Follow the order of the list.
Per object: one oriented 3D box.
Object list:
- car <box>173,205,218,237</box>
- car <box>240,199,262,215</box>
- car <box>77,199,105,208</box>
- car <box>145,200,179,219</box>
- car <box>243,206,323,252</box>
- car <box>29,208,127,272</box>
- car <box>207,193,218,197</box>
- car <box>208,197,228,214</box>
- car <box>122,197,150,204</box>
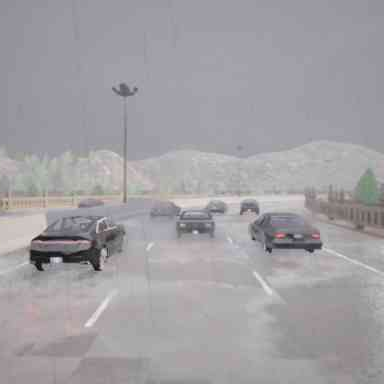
[{"bbox_3d":[0.260,1.602,17.907,1.895,1.301,4.718,0,0,2],"label":"car"},{"bbox_3d":[6.046,1.506,34.395,1.837,1.490,4.892,0,0,13],"label":"car"},{"bbox_3d":[-13.316,1.566,43.844,1.994,1.385,4.181,0,0,16],"label":"car"},{"bbox_3d":[-2.187,1.548,28.945,2.033,1.411,5.357,0,0,9],"label":"car"},{"bbox_3d":[3.633,1.548,13.799,2.033,1.411,5.357,0,0,1],"label":"car"},{"bbox_3d":[-3.388,1.492,10.772,2.128,1.511,4.902,0,0,0],"label":"car"},{"bbox_3d":[5.020,1.115,80.471,1.837,1.490,4.892,0,0,38],"label":"car"},{"bbox_3d":[2.664,1.565,35.137,1.994,1.385,4.181,0,0,13],"label":"car"},{"bbox_3d":[-6.556,1.506,42.159,1.837,1.490,4.892,0,0,16],"label":"car"}]
